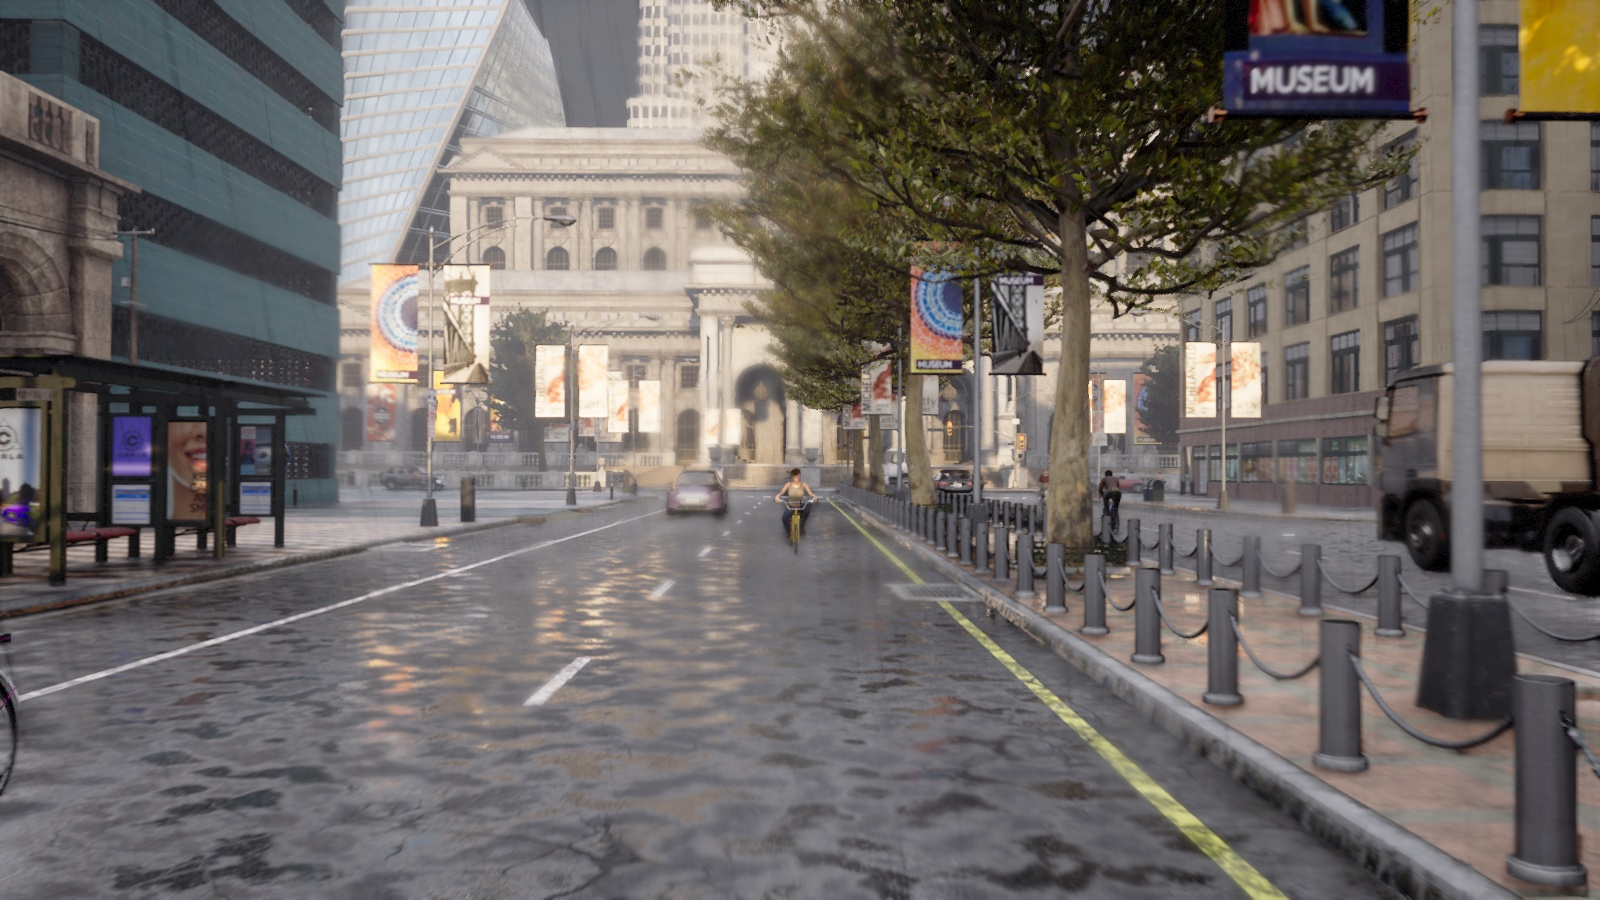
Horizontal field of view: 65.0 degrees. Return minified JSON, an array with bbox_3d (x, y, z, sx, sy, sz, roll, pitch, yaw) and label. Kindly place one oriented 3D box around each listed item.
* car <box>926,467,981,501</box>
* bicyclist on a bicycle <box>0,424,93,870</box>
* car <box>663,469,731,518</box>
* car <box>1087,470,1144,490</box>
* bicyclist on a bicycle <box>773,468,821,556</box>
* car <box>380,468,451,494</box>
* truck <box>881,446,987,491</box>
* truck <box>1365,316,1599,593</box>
[{"bbox_3d":[7.840,1.708,64.535,2.242,1.667,4.611,0,-1,0],"label":"car"},{"bbox_3d":[-3.512,0.778,4.724,0.659,1.776,1.843,0,-1,0],"label":"bicyclist on a bicycle"},{"bbox_3d":[-3.610,1.508,44.732,2.033,1.649,4.856,0,-1,0],"label":"car"},{"bbox_3d":[23.695,2.266,94.441,3.806,1.475,1.970,0,-1,0],"label":"car"},{"bbox_3d":[-0.063,1.149,23.742,0.866,1.612,1.509,0,-1,0],"label":"bicyclist on a bicycle"},{"bbox_3d":[-27.838,2.266,91.018,4.605,1.855,1.932,0,-1,0],"label":"car"},{"bbox_3d":[10.364,1.431,97.977,7.936,3.462,2.891,0,-1,0],"label":"truck"},{"bbox_3d":[11.451,0.092,18.210,2.891,3.462,7.936,0,-1,0],"label":"truck"}]
